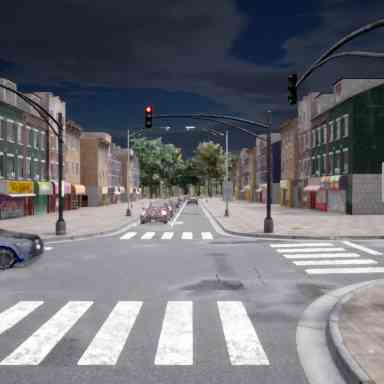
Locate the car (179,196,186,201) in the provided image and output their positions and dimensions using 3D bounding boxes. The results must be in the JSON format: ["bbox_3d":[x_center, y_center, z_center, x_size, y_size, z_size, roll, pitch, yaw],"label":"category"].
[{"bbox_3d":[-2.621,1.678,89.800,1.802,1.307,4.206,-1,0,0],"label":"car"}]

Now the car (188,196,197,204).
[{"bbox_3d":[0.112,1.535,68.463,1.882,1.535,5.008,0,0,0],"label":"car"}]

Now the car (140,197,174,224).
[{"bbox_3d":[-2.641,1.444,24.583,1.967,1.590,4.097,-1,0,0],"label":"car"}]

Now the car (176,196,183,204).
[{"bbox_3d":[-2.634,1.570,46.322,1.887,1.381,4.507,-1,0,0],"label":"car"}]

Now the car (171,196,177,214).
[{"bbox_3d":[-2.639,1.448,30.018,1.967,1.590,4.097,-1,0,0],"label":"car"}]

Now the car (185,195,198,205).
[{"bbox_3d":[0.114,1.569,59.348,1.812,1.442,4.674,0,0,0],"label":"car"}]

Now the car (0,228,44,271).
[{"bbox_3d":[-7.026,1.658,10.561,4.181,1.385,1.994,-1,1,-11],"label":"car"}]

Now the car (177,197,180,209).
[{"bbox_3d":[-2.636,1.579,35.452,1.947,1.339,4.313,-1,0,0],"label":"car"}]

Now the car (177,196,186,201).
[{"bbox_3d":[-2.623,1.651,84.365,1.947,1.339,4.313,-1,0,0],"label":"car"}]
